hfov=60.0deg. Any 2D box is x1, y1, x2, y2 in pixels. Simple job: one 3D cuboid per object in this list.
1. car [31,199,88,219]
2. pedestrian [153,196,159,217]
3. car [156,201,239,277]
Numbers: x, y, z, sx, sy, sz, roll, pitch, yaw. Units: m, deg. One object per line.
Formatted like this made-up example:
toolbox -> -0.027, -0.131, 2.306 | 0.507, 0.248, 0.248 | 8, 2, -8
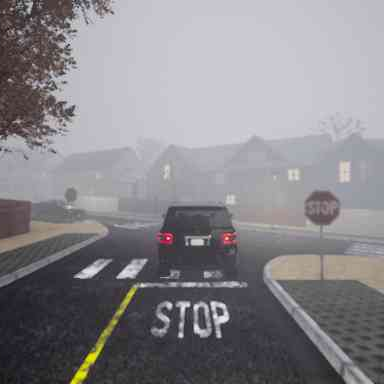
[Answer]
car -> -10.661, 1.308, 26.270 | 5.357, 1.411, 2.033 | 2, -1, 32
pedestrian -> -3.113, 1.231, 28.459 | 0.375, 1.860, 0.375 | -1, -5, 32
car -> 0.189, 1.283, 10.585 | 2.150, 2.045, 5.566 | 0, 0, 1
